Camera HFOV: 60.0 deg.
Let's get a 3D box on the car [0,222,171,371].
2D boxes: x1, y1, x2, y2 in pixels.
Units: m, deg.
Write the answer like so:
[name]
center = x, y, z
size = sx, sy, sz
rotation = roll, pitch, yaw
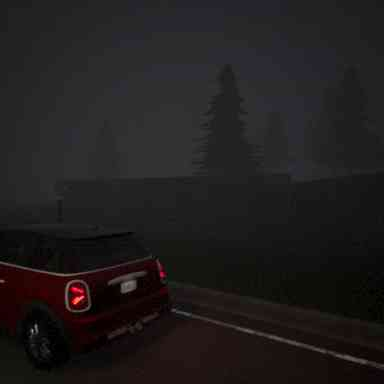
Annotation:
[car]
center = -2.618, 1.337, 5.901
size = 4.553, 1.767, 2.097
rotation = 0, 0, 35
